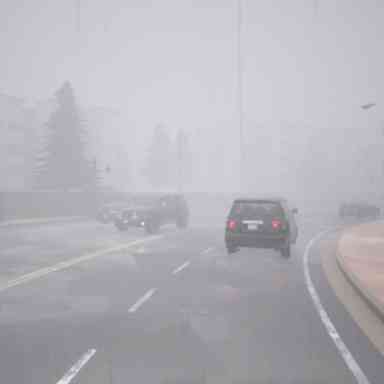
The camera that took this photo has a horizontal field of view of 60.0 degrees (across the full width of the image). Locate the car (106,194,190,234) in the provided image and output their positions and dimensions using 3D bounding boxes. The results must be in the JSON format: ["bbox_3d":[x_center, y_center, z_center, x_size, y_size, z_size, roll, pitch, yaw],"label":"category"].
[{"bbox_3d":[-2.130,1.158,19.394,2.150,2.045,5.566,0,0,27],"label":"car"}]

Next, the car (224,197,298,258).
[{"bbox_3d":[2.860,1.210,13.048,2.150,2.045,5.566,0,0,20],"label":"car"}]

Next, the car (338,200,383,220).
[{"bbox_3d":[14.572,1.531,28.933,4.902,1.511,2.128,0,0,-40],"label":"car"}]

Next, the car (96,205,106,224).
[{"bbox_3d":[-4.073,1.134,23.105,2.150,2.045,5.566,0,0,30],"label":"car"}]
